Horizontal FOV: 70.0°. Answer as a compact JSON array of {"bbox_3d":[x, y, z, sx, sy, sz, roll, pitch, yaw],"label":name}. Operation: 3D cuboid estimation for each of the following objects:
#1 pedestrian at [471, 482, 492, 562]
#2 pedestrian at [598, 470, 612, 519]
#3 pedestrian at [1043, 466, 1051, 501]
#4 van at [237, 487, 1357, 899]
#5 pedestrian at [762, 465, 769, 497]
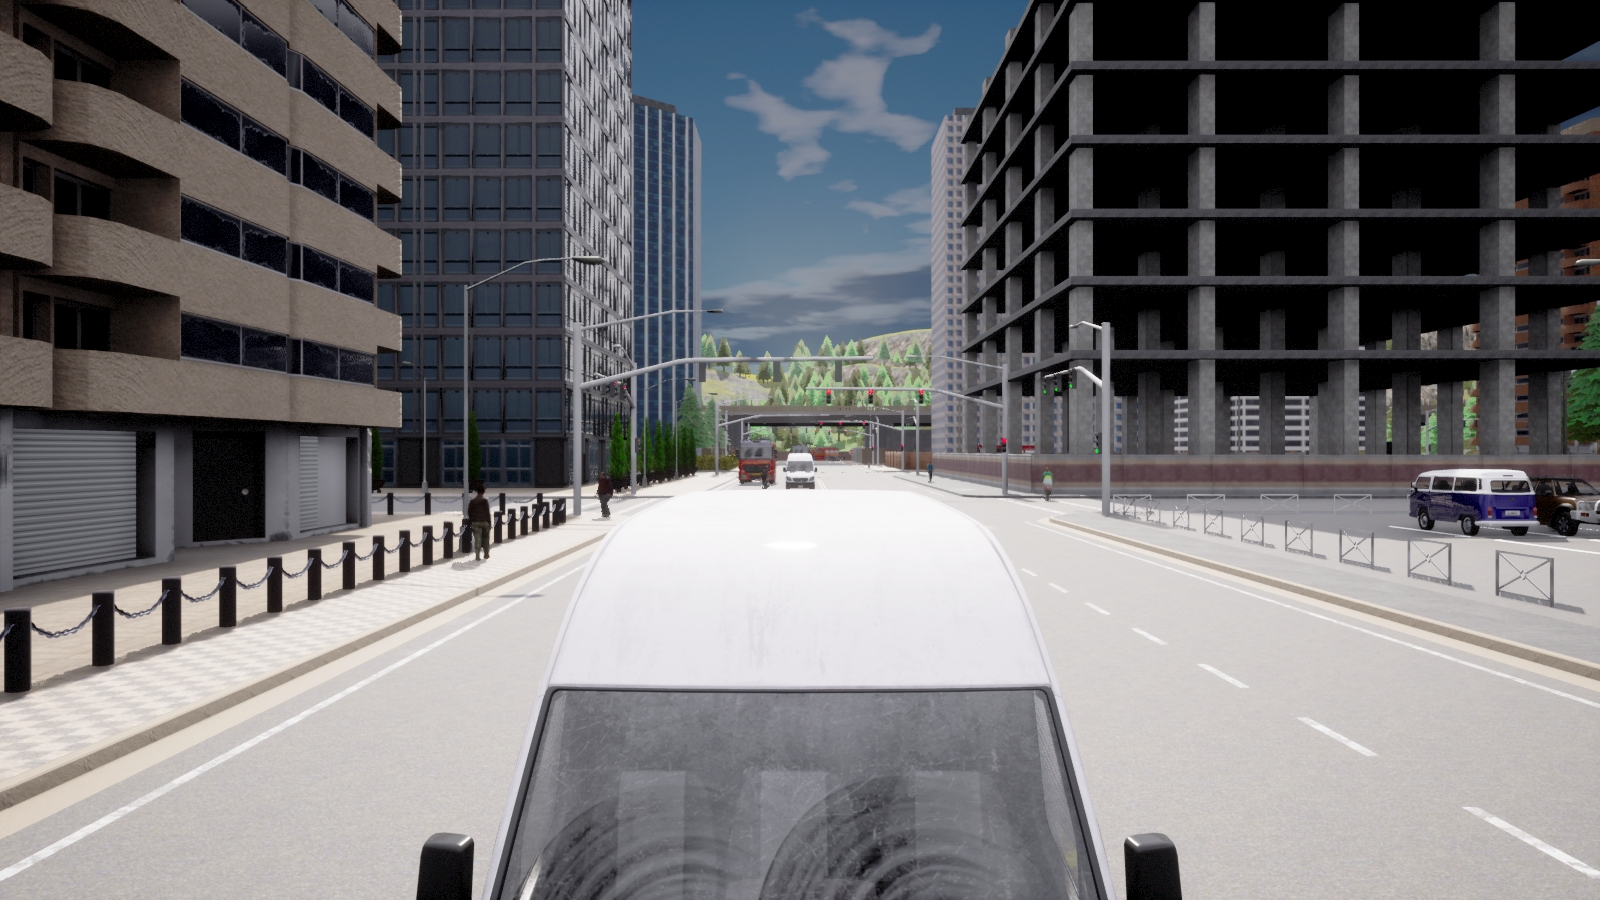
[{"bbox_3d":[-7.533,1.697,27.021,0.375,1.860,0.375,0,0,1],"label":"pedestrian"},{"bbox_3d":[-7.495,1.696,43.876,0.375,1.860,0.375,0,0,36],"label":"pedestrian"},{"bbox_3d":[13.251,1.793,61.227,0.375,1.860,0.375,0,0,7],"label":"pedestrian"},{"bbox_3d":[-0.002,1.534,4.985,1.988,2.561,5.915,0,0,0],"label":"van"},{"bbox_3d":[-2.045,1.848,67.600,0.375,1.860,0.375,0,0,2],"label":"pedestrian"}]
